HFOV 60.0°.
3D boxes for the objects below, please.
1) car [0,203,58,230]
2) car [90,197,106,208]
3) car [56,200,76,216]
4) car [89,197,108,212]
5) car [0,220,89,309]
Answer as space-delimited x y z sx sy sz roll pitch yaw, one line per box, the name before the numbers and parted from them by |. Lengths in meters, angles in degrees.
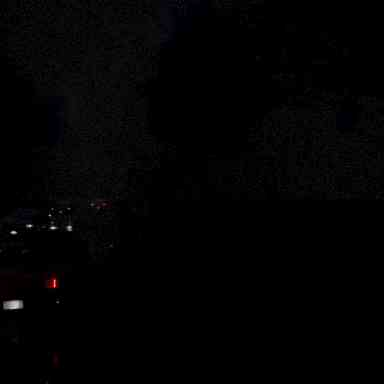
car | -9.194 1.569 18.605 2.033 1.411 5.357 -1 0 -13
car | -13.515 1.451 47.644 2.033 1.411 5.357 -1 0 -18
car | -12.448 1.516 32.321 1.812 1.442 4.674 -1 0 -14
car | -10.604 1.463 37.727 1.812 1.442 4.674 -1 0 -14
car | -3.479 1.596 7.728 1.895 1.301 4.718 -1 0 -13
